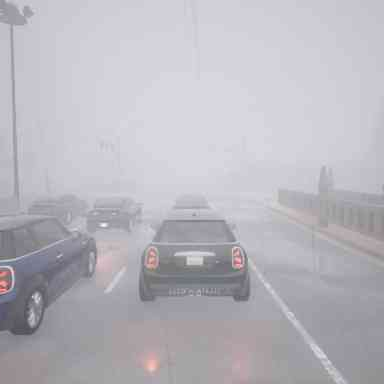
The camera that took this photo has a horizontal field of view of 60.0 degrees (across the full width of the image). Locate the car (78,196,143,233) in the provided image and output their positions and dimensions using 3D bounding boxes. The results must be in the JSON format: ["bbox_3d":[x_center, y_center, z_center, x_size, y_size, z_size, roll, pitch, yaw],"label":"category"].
[{"bbox_3d":[-3.532,0.937,15.776,1.837,1.490,4.892,0,3,0],"label":"car"}]

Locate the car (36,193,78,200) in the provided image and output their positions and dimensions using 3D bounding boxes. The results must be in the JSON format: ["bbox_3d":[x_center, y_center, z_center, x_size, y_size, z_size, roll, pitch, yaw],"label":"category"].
[{"bbox_3d":[-7.048,0.808,17.938,1.837,1.490,4.892,0,3,-1],"label":"car"}]

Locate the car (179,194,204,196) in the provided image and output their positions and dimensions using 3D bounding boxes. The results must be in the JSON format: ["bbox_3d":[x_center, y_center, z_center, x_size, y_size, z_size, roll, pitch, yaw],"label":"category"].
[{"bbox_3d":[-0.040,0.820,17.357,1.882,1.535,5.008,0,3,0],"label":"car"}]

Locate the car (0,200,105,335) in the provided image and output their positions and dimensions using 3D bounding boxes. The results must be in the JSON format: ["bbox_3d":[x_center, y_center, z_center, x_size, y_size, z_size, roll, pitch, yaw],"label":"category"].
[{"bbox_3d":[-3.452,1.232,6.688,2.097,1.767,4.553,0,2,-1],"label":"car"}]

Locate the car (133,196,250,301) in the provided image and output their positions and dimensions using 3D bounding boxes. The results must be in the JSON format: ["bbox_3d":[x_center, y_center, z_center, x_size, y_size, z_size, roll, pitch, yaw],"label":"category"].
[{"bbox_3d":[0.037,1.184,8.126,2.097,1.767,4.553,0,2,0],"label":"car"}]
